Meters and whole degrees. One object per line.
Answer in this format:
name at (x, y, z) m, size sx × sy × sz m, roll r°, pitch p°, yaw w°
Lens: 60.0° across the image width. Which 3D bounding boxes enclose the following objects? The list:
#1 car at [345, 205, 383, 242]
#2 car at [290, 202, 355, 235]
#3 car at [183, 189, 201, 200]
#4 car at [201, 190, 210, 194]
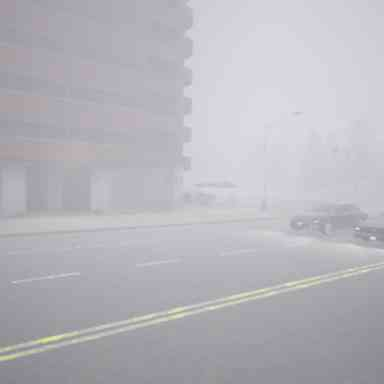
car at (9.125, 1.383, 14.161) m, size 5.357 × 1.411 × 2.033 m, roll 0°, pitch 1°, yaw -34°
car at (7.079, 1.270, 17.004) m, size 4.892 × 1.490 × 1.837 m, roll 0°, pitch 1°, yaw -34°
car at (-1.232, 0.450, 51.146) m, size 1.994 × 1.385 × 4.181 m, roll 0°, pitch 1°, yaw -44°
car at (0.844, 0.347, 54.058) m, size 4.902 × 1.511 × 2.128 m, roll 2°, pitch 1°, yaw 45°
